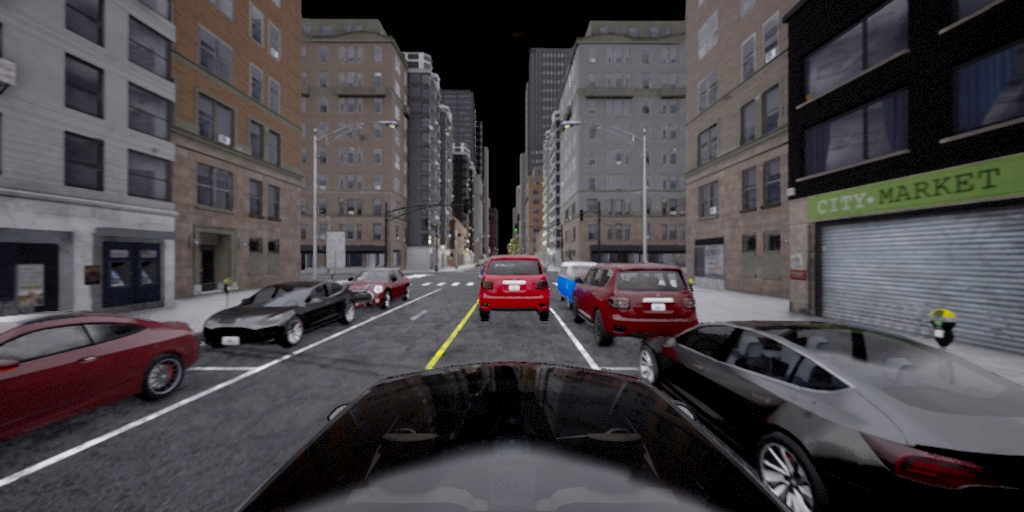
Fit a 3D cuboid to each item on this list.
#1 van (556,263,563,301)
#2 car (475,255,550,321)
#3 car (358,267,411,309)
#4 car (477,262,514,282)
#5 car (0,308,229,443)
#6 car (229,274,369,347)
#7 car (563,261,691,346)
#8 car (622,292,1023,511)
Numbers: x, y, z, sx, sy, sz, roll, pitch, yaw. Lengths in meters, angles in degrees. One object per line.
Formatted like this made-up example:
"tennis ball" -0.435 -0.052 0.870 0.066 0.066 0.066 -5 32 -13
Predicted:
"van" 2.870 1.134 14.924 1.690 1.789 3.998 0 0 0
"car" 0.103 1.006 12.771 2.150 2.045 5.566 0 0 1
"car" -5.656 1.232 14.928 1.967 1.591 4.097 0 0 0
"car" -1.528 1.315 31.122 1.882 1.535 5.008 1 0 -19
"car" -5.667 1.339 3.878 1.802 1.307 4.207 0 0 0
"car" -5.662 1.340 9.403 1.948 1.339 4.313 0 0 0
"car" 2.864 1.090 9.401 2.192 1.841 5.009 0 0 0
"car" 2.859 1.323 3.877 1.948 1.339 4.313 0 0 0
